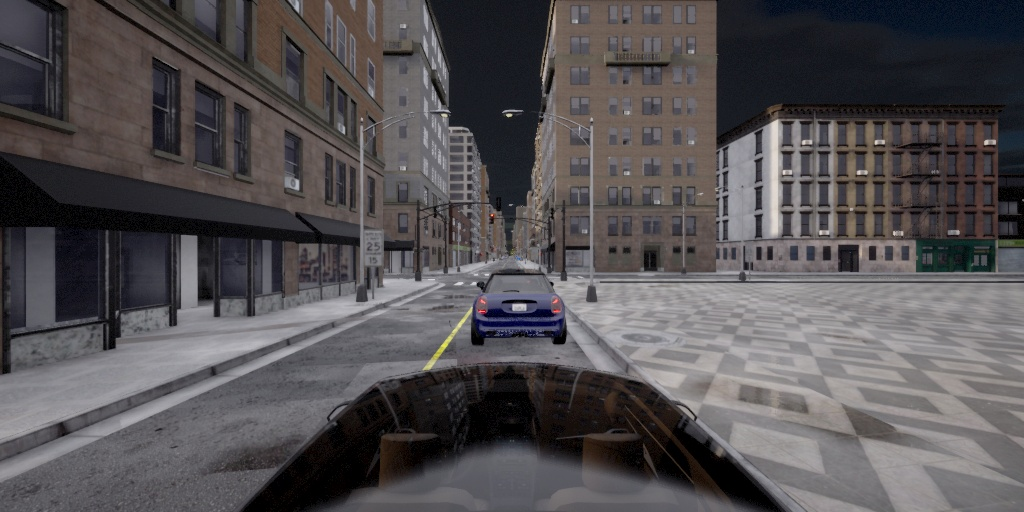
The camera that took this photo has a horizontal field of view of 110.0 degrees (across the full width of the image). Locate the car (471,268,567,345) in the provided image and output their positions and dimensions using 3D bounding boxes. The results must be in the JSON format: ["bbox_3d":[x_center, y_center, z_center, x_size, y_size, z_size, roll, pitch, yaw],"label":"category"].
[{"bbox_3d":[0.102,1.102,9.661,2.097,1.767,4.553,0,0,-1],"label":"car"}]
